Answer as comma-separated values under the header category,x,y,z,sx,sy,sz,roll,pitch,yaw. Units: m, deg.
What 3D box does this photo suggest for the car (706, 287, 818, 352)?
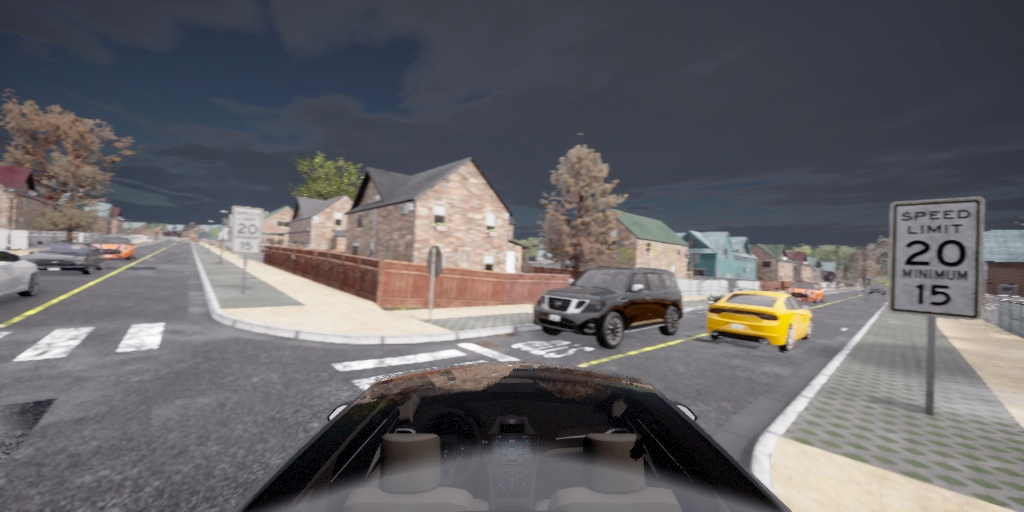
category,x,y,z,sx,sy,sz,roll,pitch,yaw
car,7.756,1.837,11.099,5.008,1.535,1.882,4,-2,-42

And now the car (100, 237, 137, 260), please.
category,x,y,z,sx,sy,sz,roll,pitch,yaw
car,-29.920,-0.646,26.992,2.097,1.767,4.553,3,0,-42

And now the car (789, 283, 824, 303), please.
category,x,y,z,sx,sy,sz,roll,pitch,yaw
car,25.293,3.103,30.998,4.553,1.767,2.097,4,-2,-42

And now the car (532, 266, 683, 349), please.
category,x,y,z,sx,sy,sz,roll,pitch,yaw
car,3.101,1.326,10.691,5.566,2.045,2.150,4,-2,-42

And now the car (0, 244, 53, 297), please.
category,x,y,z,sx,sy,sz,roll,pitch,yaw
car,-13.724,0.470,8.824,1.812,1.442,4.674,3,0,-39

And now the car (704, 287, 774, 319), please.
category,x,y,z,sx,sy,sz,roll,pitch,yaw
car,12.047,2.372,18.910,4.718,1.301,1.895,4,-2,-42

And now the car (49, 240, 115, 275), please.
category,x,y,z,sx,sy,sz,roll,pitch,yaw
car,-21.037,0.065,17.085,2.033,1.411,5.357,3,0,-42
